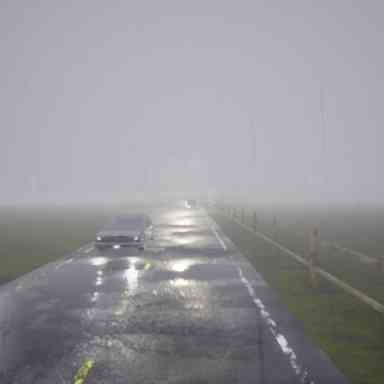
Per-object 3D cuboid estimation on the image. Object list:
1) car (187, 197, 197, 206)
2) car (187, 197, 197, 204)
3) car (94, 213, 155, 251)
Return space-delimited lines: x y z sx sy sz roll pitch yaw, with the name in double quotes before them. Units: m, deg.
"car" -0.015 1.887 65.668 2.128 1.511 4.902 0 0 0
"car" -0.018 1.852 76.089 2.128 1.511 4.902 0 0 0
"car" -2.754 1.634 14.820 2.033 1.411 5.357 0 0 0
